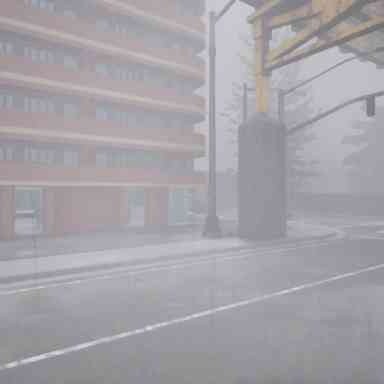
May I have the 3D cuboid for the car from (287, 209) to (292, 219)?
[{"bbox_3d":[6.284,1.526,28.488,1.812,1.442,4.674,0,0,-36],"label":"car"}]

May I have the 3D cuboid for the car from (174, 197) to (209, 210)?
[{"bbox_3d":[-0.131,1.491,43.883,2.128,1.511,4.902,0,0,-35],"label":"car"}]

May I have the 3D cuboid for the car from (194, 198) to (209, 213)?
[{"bbox_3d":[0.323,1.478,36.860,1.882,1.535,5.008,0,0,-36],"label":"car"}]
